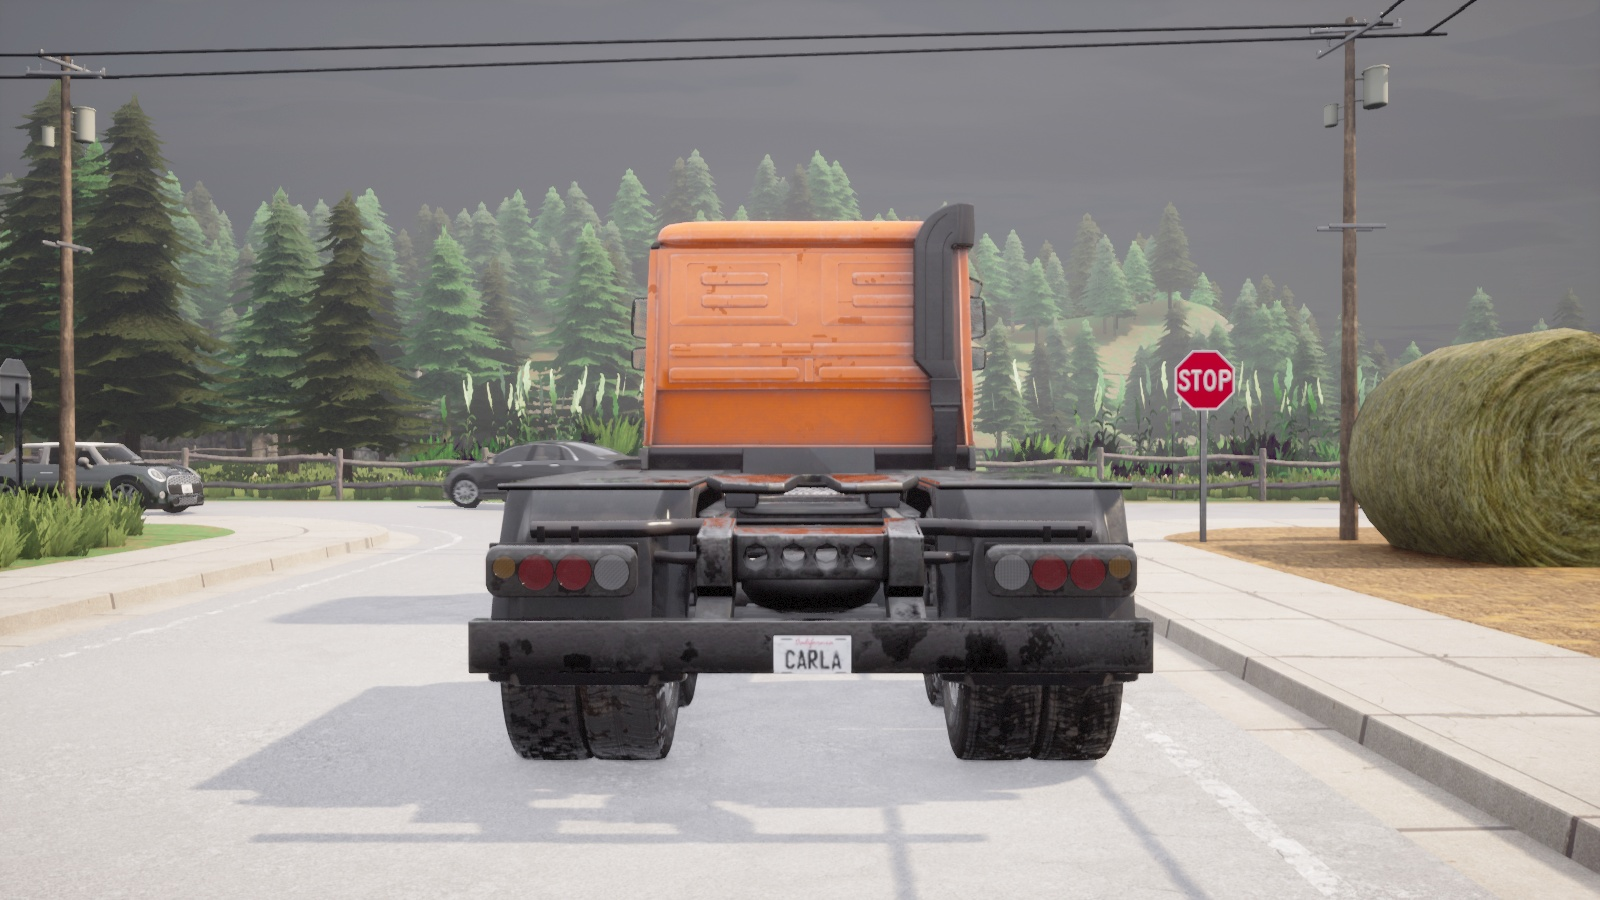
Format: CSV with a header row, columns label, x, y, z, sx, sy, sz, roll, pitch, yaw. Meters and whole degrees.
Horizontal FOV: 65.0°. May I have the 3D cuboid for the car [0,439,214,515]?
label,x,y,z,sx,sy,sz,roll,pitch,yaw
car,-14.211,0.518,25.390,3.806,1.475,1.970,0,0,3

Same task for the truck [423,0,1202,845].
label,x,y,z,sx,sy,sz,roll,pitch,yaw
truck,0.064,-0.286,8.639,2.891,3.462,7.936,0,0,0

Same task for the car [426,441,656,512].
label,x,y,z,sx,sy,sz,roll,pitch,yaw
car,-5.811,0.550,28.047,4.892,1.490,1.837,0,0,25
